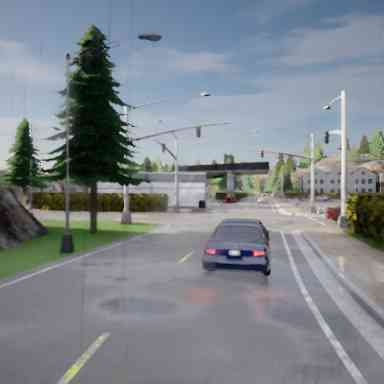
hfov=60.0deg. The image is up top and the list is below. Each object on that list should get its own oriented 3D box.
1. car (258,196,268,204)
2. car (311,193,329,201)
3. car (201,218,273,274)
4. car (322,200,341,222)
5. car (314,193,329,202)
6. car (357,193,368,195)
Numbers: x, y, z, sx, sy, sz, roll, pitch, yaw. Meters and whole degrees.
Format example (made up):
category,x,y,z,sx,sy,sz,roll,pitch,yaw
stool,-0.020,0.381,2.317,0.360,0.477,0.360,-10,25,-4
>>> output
category,x,y,z,sx,sy,sz,roll,pitch,yaw
car,14.033,1.588,66.115,1.812,1.442,4.674,0,0,13
car,30.793,1.208,79.921,3.866,1.878,1.905,0,0,12
car,1.560,1.555,10.648,2.033,1.411,5.357,0,0,12
car,12.446,1.529,24.190,5.008,1.535,1.882,0,-1,8
car,29.476,1.486,76.807,3.806,1.475,1.970,0,0,12
car,37.764,1.253,75.012,4.605,1.855,1.932,0,0,12
